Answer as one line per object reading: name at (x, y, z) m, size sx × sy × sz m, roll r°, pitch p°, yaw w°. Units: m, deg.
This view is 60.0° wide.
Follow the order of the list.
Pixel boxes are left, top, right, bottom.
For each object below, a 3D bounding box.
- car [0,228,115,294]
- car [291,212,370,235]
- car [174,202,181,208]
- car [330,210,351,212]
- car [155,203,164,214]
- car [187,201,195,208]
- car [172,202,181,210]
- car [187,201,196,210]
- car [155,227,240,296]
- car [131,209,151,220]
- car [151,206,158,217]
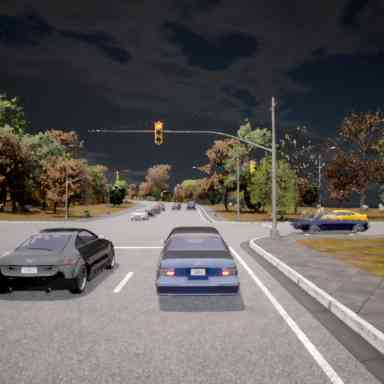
car at (-3.445, 1.665, 9.054) m, size 1.994 × 1.385 × 4.181 m, roll 0°, pitch -1°, yaw 0°
car at (9.253, 2.155, 22.408) m, size 4.718 × 1.301 × 1.895 m, roll 0°, pitch -3°, yaw -1°
car at (-3.848, 3.428, 88.263) m, size 1.837 × 1.490 × 4.892 m, roll 0°, pitch 0°, yaw -4°
car at (12.964, 2.368, 29.675) m, size 5.008 × 1.535 × 1.882 m, roll 0°, pitch -3°, yaw -2°
car at (-7.207, 3.535, 65.018) m, size 2.033 × 1.411 × 5.357 m, roll 0°, pitch 0°, yaw 0°
car at (-0.324, 3.243, 88.005) m, size 1.882 × 1.535 × 5.008 m, roll 0°, pitch 0°, yaw -4°
car at (-3.704, 3.485, 78.287) m, size 1.812 × 1.442 × 4.674 m, roll 0°, pitch 0°, yaw 0°
car at (-0.203, 3.310, 77.827) m, size 2.097 × 1.767 × 4.553 m, roll 0°, pitch 0°, yaw 0°
car at (0.069, 1.647, 8.945) m, size 2.033 × 1.411 × 5.357 m, roll 0°, pitch -1°, yaw -1°
car at (-7.226, 3.145, 46.251) m, size 1.812 × 1.442 × 4.674 m, roll 0°, pitch -2°, yaw 0°
car at (-7.233, 3.470, 55.271) m, size 1.895 × 1.301 × 4.718 m, roll 0°, pitch -1°, yaw 0°
